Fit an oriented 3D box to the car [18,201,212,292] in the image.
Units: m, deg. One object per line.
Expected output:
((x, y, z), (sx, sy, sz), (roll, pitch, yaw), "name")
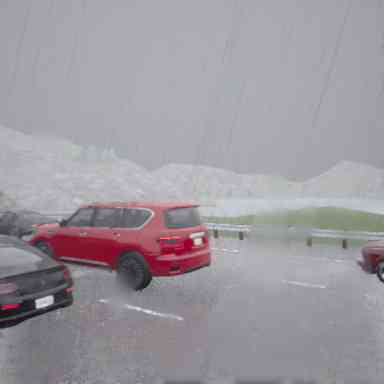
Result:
((-2.129, 1.274, 9.253), (5.566, 2.045, 2.150), (0, 0, 32), "car")

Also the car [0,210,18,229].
((-9.309, 1.667, 17.495), (5.357, 1.411, 2.033), (0, 0, 29), "car")

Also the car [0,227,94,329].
((-4.270, 1.573, 6.437), (4.674, 1.442, 1.812), (0, 0, 32), "car")

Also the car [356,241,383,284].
((6.530, 1.613, 7.826), (4.718, 1.301, 1.895), (0, 0, 34), "car")
